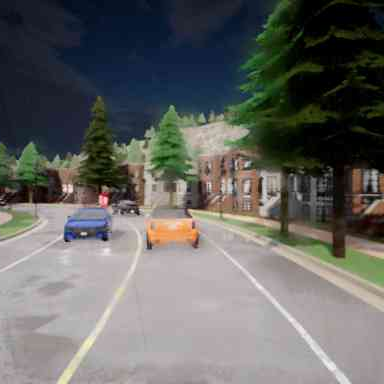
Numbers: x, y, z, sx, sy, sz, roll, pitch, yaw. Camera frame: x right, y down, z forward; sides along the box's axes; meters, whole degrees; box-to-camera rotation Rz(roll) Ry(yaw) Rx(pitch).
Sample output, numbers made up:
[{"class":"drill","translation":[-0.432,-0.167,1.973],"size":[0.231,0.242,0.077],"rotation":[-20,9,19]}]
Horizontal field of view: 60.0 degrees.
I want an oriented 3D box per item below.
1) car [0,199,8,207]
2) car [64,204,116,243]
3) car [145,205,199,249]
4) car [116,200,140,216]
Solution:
[{"class":"car","translation":[-30.732,1.580,51.674],"size":[4.902,1.511,2.128],"rotation":[0,0,27]},{"class":"car","translation":[-4.976,1.493,16.478],"size":[1.882,1.535,5.008],"rotation":[0,0,-10]},{"class":"car","translation":[-1.014,1.357,14.866],"size":[2.097,1.767,4.553],"rotation":[0,0,-8]},{"class":"car","translation":[-6.645,1.528,32.984],"size":[1.837,1.490,4.892],"rotation":[0,0,-27]}]
